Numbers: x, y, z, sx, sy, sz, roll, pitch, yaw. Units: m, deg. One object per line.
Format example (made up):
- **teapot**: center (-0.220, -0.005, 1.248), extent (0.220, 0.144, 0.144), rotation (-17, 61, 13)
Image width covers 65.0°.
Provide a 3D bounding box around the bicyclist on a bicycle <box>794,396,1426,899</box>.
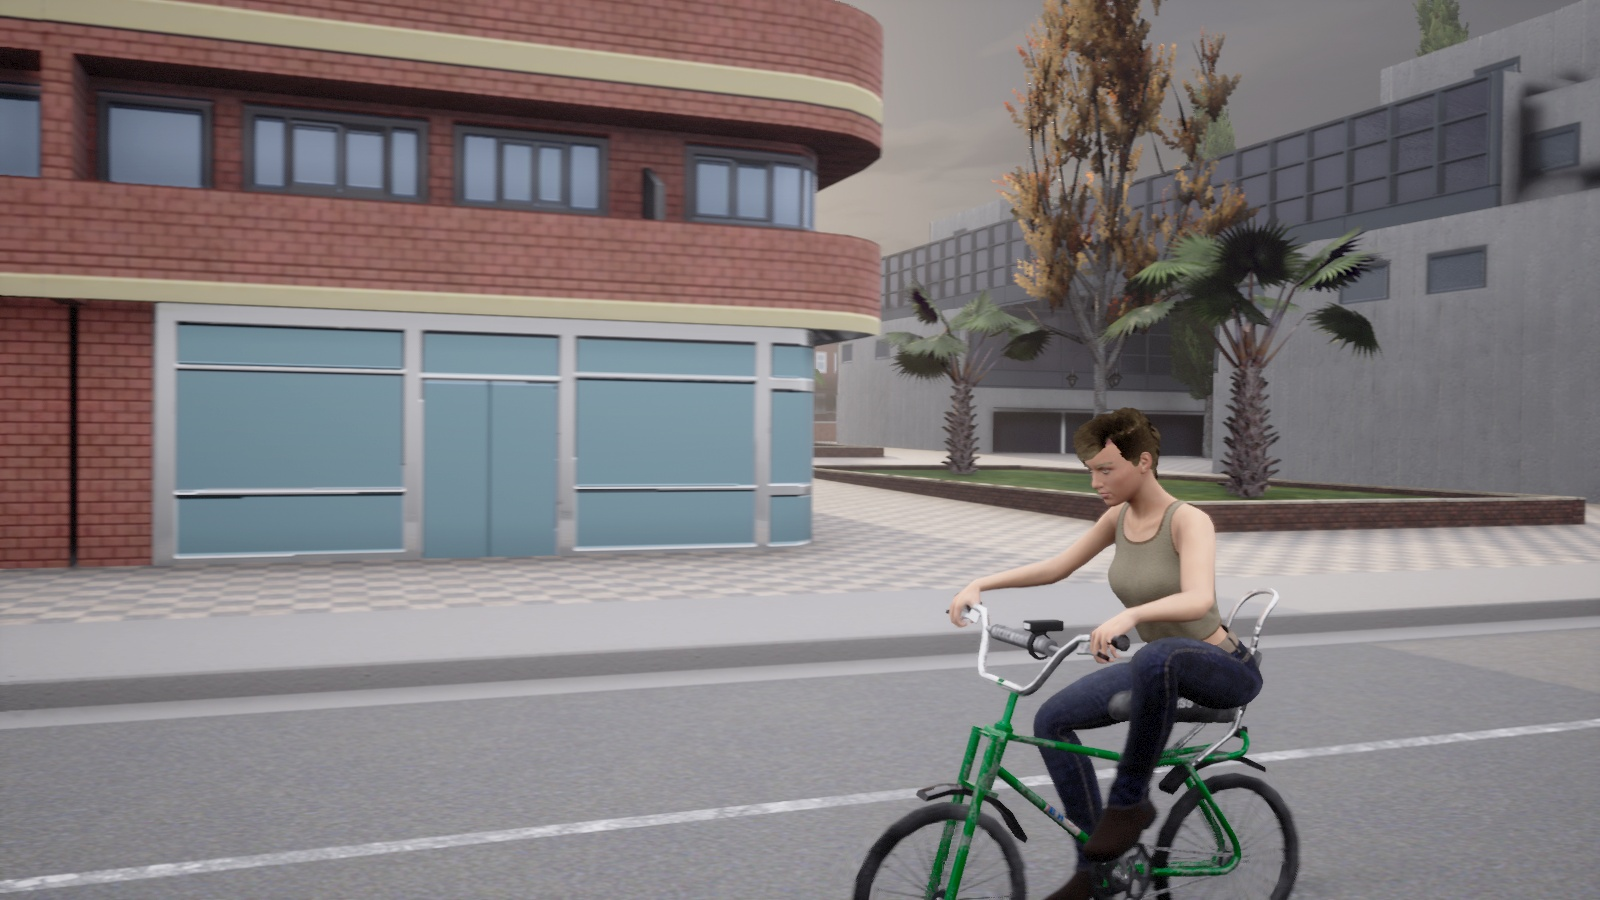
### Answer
- **bicyclist on a bicycle**: center (0.851, 0.667, 3.567), extent (1.509, 1.612, 0.866), rotation (-1, 1, -21)
